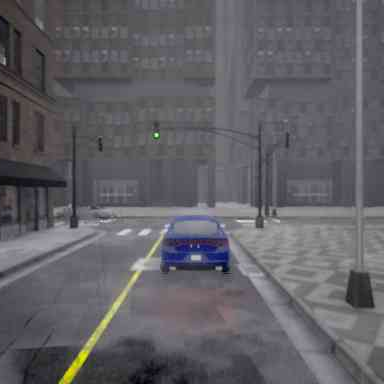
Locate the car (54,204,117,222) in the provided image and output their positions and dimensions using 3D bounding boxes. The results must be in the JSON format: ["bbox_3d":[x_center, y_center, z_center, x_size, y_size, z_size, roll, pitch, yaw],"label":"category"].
[{"bbox_3d":[-8.450,1.615,26.135,4.718,1.301,1.895,0,0,7],"label":"car"}]

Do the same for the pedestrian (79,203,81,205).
[{"bbox_3d":[-9.893,1.539,29.501,0.500,1.100,0.500,0,0,1],"label":"pedestrian"}]

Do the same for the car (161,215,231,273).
[{"bbox_3d":[0.097,1.480,10.744,1.882,1.535,5.008,0,0,0],"label":"car"}]
